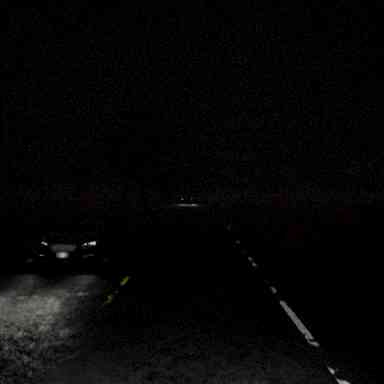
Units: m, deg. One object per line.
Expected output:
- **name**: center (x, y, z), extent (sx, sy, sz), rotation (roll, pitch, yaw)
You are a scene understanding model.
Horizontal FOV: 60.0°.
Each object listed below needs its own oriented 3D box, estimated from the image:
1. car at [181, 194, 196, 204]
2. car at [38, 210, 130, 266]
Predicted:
- **car**: center (-0.524, 1.049, 53.819), extent (2.097, 1.767, 4.553), rotation (0, 0, 7)
- **car**: center (-3.415, 1.414, 11.361), extent (2.128, 1.511, 4.902), rotation (0, 0, 1)
